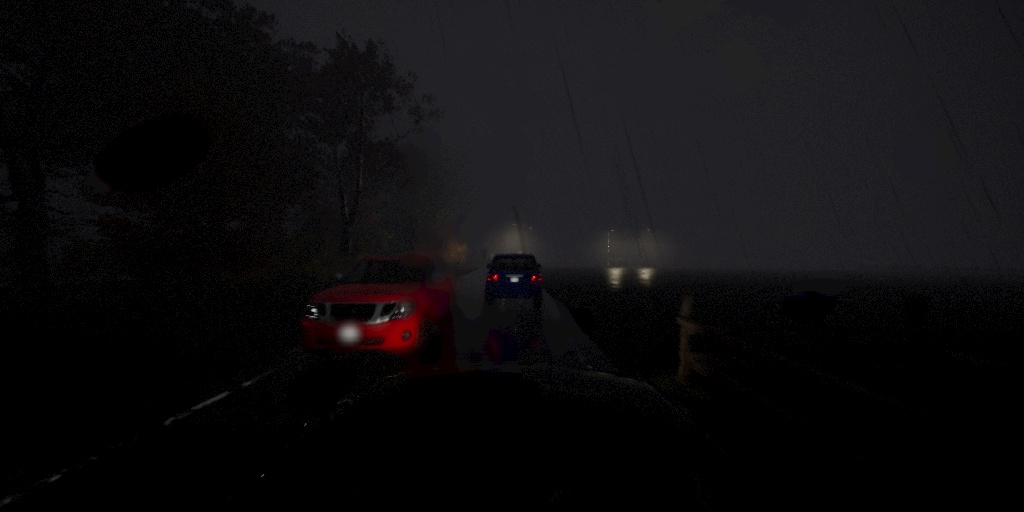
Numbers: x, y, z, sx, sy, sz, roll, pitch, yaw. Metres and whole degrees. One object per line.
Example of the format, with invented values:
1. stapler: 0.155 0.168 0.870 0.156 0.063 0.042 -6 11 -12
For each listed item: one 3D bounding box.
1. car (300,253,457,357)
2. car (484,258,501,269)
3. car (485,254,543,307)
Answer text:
1. car: -2.751 0.948 8.835 2.150 2.045 5.566 0 0 0
2. car: -2.755 1.063 51.976 2.128 1.511 4.902 0 0 0
3. car: 0.094 0.925 15.234 2.150 2.045 5.566 0 0 0
